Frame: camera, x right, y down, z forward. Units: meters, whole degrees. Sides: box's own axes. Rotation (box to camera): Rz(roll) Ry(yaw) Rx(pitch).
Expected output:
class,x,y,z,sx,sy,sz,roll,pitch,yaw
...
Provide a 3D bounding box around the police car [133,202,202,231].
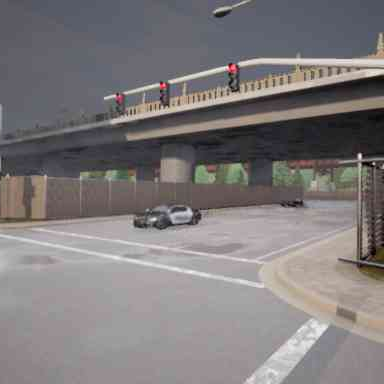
class,x,y,z,sx,sy,sz,roll,pitch,yaw
police car,-1.503,1.496,20.882,2.038,1.542,4.974,0,0,37

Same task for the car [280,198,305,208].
class,x,y,z,sx,sy,sz,roll,pitch,yaw
car,14.576,1.527,48.037,2.033,1.411,5.357,0,0,38

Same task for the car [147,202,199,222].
class,x,y,z,sx,sy,sz,roll,pitch,yaw
car,-1.473,1.535,26.896,1.994,1.385,4.181,0,0,37
